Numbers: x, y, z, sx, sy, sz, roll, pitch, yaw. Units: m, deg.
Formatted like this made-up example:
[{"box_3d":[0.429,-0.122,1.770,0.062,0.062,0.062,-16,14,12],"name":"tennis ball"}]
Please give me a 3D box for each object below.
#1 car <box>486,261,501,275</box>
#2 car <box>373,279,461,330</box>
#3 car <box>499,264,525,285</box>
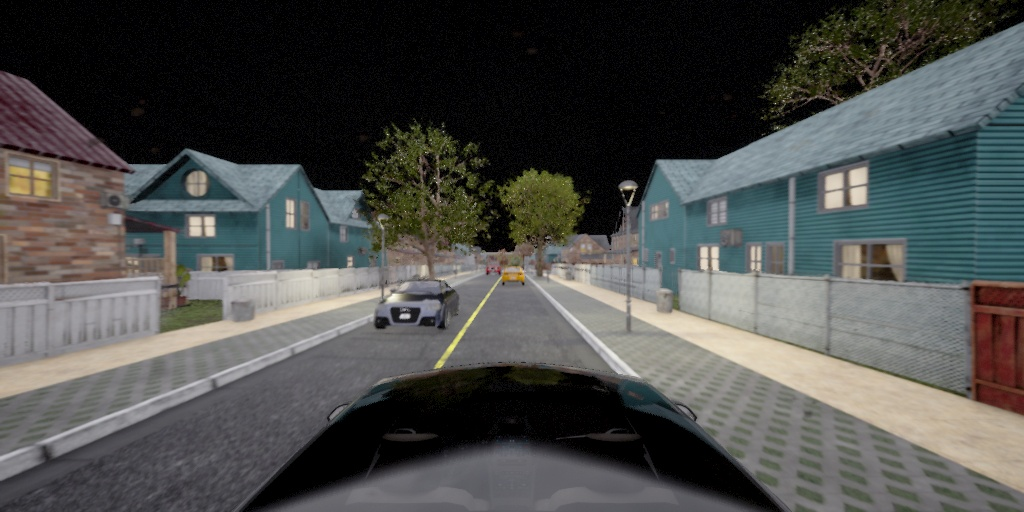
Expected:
[{"box_3d":[-2.738,1.817,54.340,2.150,2.045,5.566,0,-1,0],"name":"car"},{"box_3d":[-2.850,1.446,11.545,1.994,1.385,4.181,0,-1,0],"name":"car"},{"box_3d":[0.104,1.662,31.502,1.882,1.535,5.008,0,-1,0],"name":"car"}]
